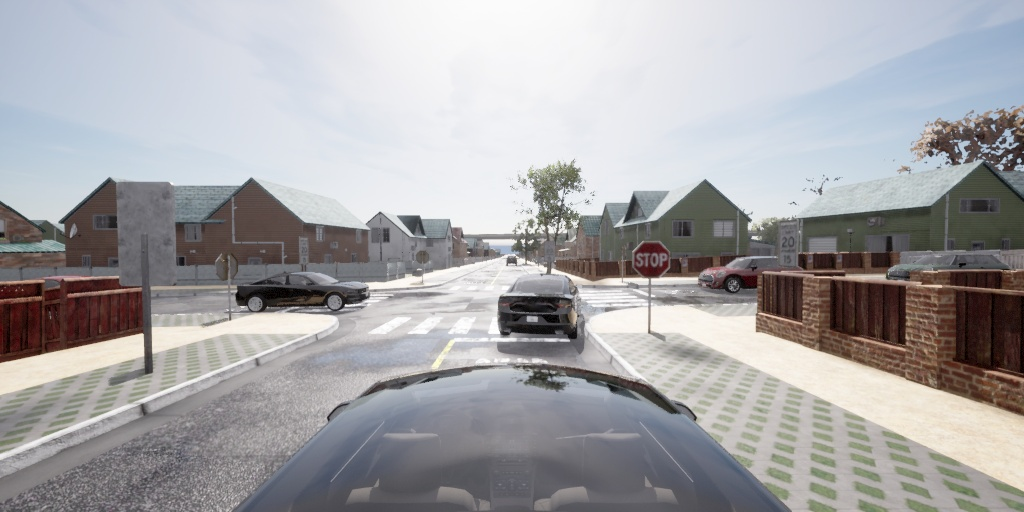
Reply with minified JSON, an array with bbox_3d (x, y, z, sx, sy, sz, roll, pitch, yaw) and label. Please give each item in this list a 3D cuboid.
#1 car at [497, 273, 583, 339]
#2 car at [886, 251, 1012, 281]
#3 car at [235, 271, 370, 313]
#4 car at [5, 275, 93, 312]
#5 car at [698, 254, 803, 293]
[{"bbox_3d":[0.953,1.224,10.232,1.882,1.535,5.008,0,0,12],"label":"car"},{"bbox_3d":[21.691,0.646,17.926,4.553,1.767,2.097,-1,2,0],"label":"car"},{"bbox_3d":[-8.477,1.377,14.752,5.008,1.535,1.882,-1,2,0],"label":"car"},{"bbox_3d":[-18.029,1.547,14.683,5.008,1.535,1.882,-1,2,0],"label":"car"},{"bbox_3d":[11.796,0.820,17.848,4.553,1.767,2.097,-1,2,0],"label":"car"}]
